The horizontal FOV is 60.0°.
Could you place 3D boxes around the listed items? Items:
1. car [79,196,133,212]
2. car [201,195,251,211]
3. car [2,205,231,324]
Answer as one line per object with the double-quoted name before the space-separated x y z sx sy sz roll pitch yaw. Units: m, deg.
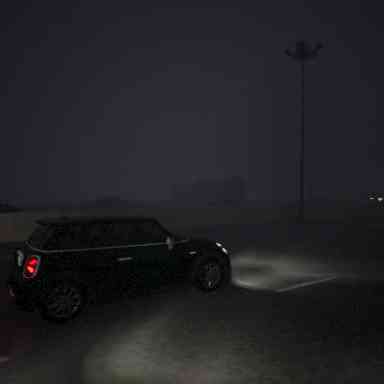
"car" -8.231 1.119 32.024 4.674 1.442 1.812 0 1 -32
"car" 3.598 1.144 34.929 4.902 1.511 2.128 0 1 -28
"car" -1.326 1.261 7.159 4.553 1.767 2.097 0 1 -34
